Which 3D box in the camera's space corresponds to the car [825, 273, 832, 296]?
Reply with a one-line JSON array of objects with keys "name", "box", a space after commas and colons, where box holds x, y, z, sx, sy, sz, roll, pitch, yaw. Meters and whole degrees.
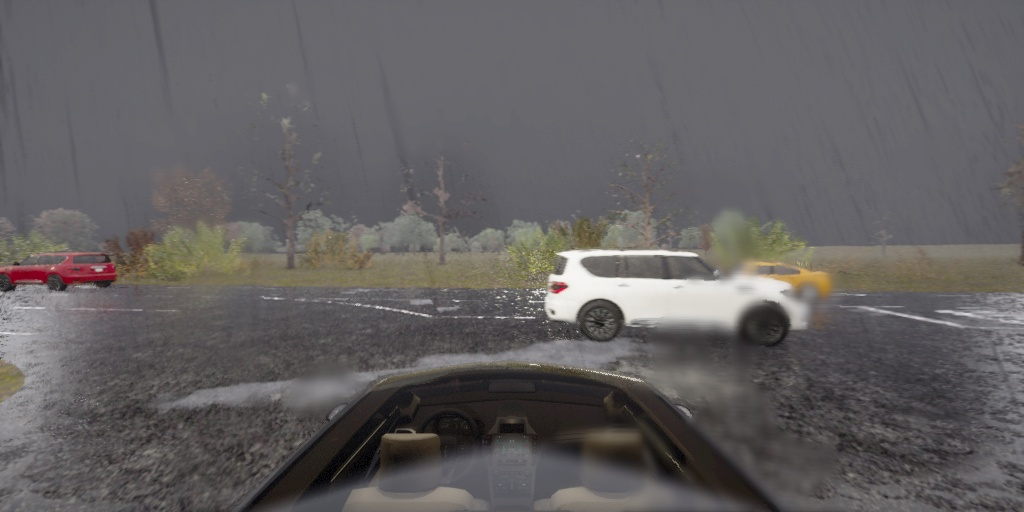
[{"name": "car", "box": [10.027, 1.012, 14.774, 5.008, 1.535, 1.882, 0, 1, 8]}]

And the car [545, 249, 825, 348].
[{"name": "car", "box": [3.574, 0.854, 8.593, 5.566, 2.045, 2.150, 0, 1, 8]}]

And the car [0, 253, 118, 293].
[{"name": "car", "box": [-24.782, 0.846, 19.584, 5.566, 2.045, 2.150, 0, 1, 8]}]
